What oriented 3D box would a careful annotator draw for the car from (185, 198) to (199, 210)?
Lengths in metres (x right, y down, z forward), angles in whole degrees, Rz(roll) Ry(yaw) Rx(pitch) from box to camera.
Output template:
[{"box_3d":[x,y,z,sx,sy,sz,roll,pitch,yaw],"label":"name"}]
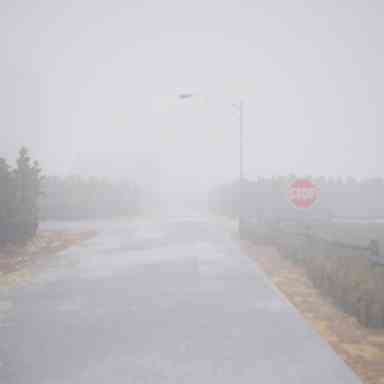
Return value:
[{"box_3d":[0.007,2.013,58.200,2.150,2.045,5.566,0,-1,0],"label":"car"}]
